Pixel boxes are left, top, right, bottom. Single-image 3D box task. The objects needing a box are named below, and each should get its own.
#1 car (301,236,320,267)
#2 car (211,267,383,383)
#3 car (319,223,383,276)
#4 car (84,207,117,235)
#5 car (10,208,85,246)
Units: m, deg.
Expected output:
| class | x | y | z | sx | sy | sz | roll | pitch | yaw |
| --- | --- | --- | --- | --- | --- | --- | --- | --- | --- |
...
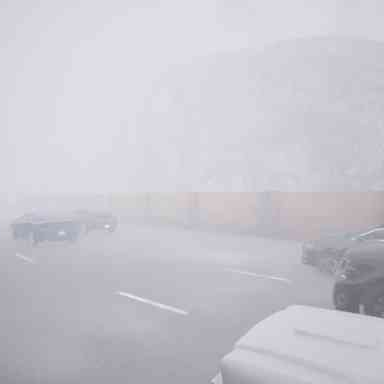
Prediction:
| class | x | y | z | sx | sy | sz | roll | pitch | yaw |
| --- | --- | --- | --- | --- | --- | --- | --- | --- | --- |
| car | 5.473 | 1.535 | 8.840 | 4.902 | 1.511 | 2.128 | -1 | -1 | 37 |
| car | 2.497 | 1.608 | 2.299 | 4.718 | 1.301 | 1.895 | -1 | -1 | 36 |
| car | 5.041 | 1.229 | 4.752 | 5.566 | 2.045 | 2.150 | -2 | -1 | 34 |
| car | -6.412 | 1.691 | 20.419 | 1.837 | 1.490 | 4.892 | 0 | -1 | -43 |
| car | -7.331 | 1.635 | 16.254 | 1.882 | 1.535 | 5.008 | 0 | 0 | -43 |
